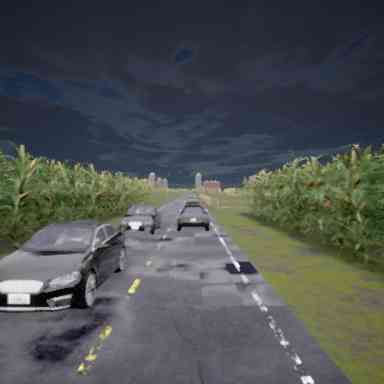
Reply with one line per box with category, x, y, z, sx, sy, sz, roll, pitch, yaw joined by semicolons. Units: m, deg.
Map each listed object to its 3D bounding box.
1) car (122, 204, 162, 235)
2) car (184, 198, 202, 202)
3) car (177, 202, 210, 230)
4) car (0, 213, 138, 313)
car;-2.788;1.481;18.890;2.128;1.511;4.902;0;0;1
car;0.111;1.473;39.931;1.837;1.490;4.892;0;0;0
car;0.089;1.555;21.006;1.994;1.385;4.181;0;0;0
car;-2.834;1.490;7.907;2.128;1.511;4.902;0;0;0
